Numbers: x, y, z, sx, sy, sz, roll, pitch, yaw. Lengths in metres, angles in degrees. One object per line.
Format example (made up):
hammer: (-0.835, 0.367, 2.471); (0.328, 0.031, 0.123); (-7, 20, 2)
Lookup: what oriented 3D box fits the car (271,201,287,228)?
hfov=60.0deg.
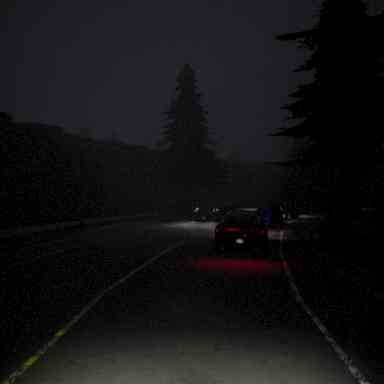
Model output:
car: (4.944, 1.469, 22.466); (1.882, 1.535, 5.008); (0, 0, 24)

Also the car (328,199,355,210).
car: (18.941, 1.556, 41.718); (4.181, 1.385, 1.994); (0, 0, -35)

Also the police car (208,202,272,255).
police car: (2.105, 1.419, 13.607); (1.930, 1.638, 5.238); (0, 0, 12)

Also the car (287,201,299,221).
car: (7.515, 1.496, 27.502); (1.837, 1.490, 4.892); (0, 0, 31)

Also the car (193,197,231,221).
car: (1.875, 1.338, 26.294); (2.097, 1.767, 4.553); (0, 0, 27)
